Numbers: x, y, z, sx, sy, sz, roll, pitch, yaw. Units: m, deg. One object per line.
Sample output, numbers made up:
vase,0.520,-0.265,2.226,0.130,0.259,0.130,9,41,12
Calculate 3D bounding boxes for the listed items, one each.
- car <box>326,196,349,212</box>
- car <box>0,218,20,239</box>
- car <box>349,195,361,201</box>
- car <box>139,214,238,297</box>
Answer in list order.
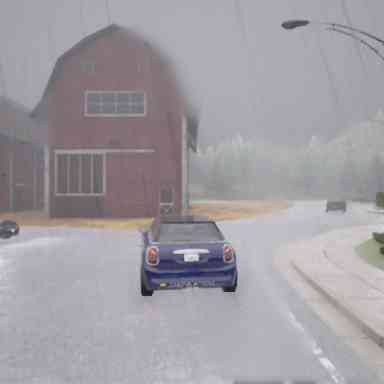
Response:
car,15.906,1.378,36.624,1.882,1.535,5.008,0,0,26
car,-10.532,1.511,15.471,4.892,1.490,1.837,0,0,8
car,37.389,1.419,75.924,4.902,1.511,2.128,0,0,1
car,-0.324,1.349,8.892,2.097,1.767,4.553,0,0,-8
